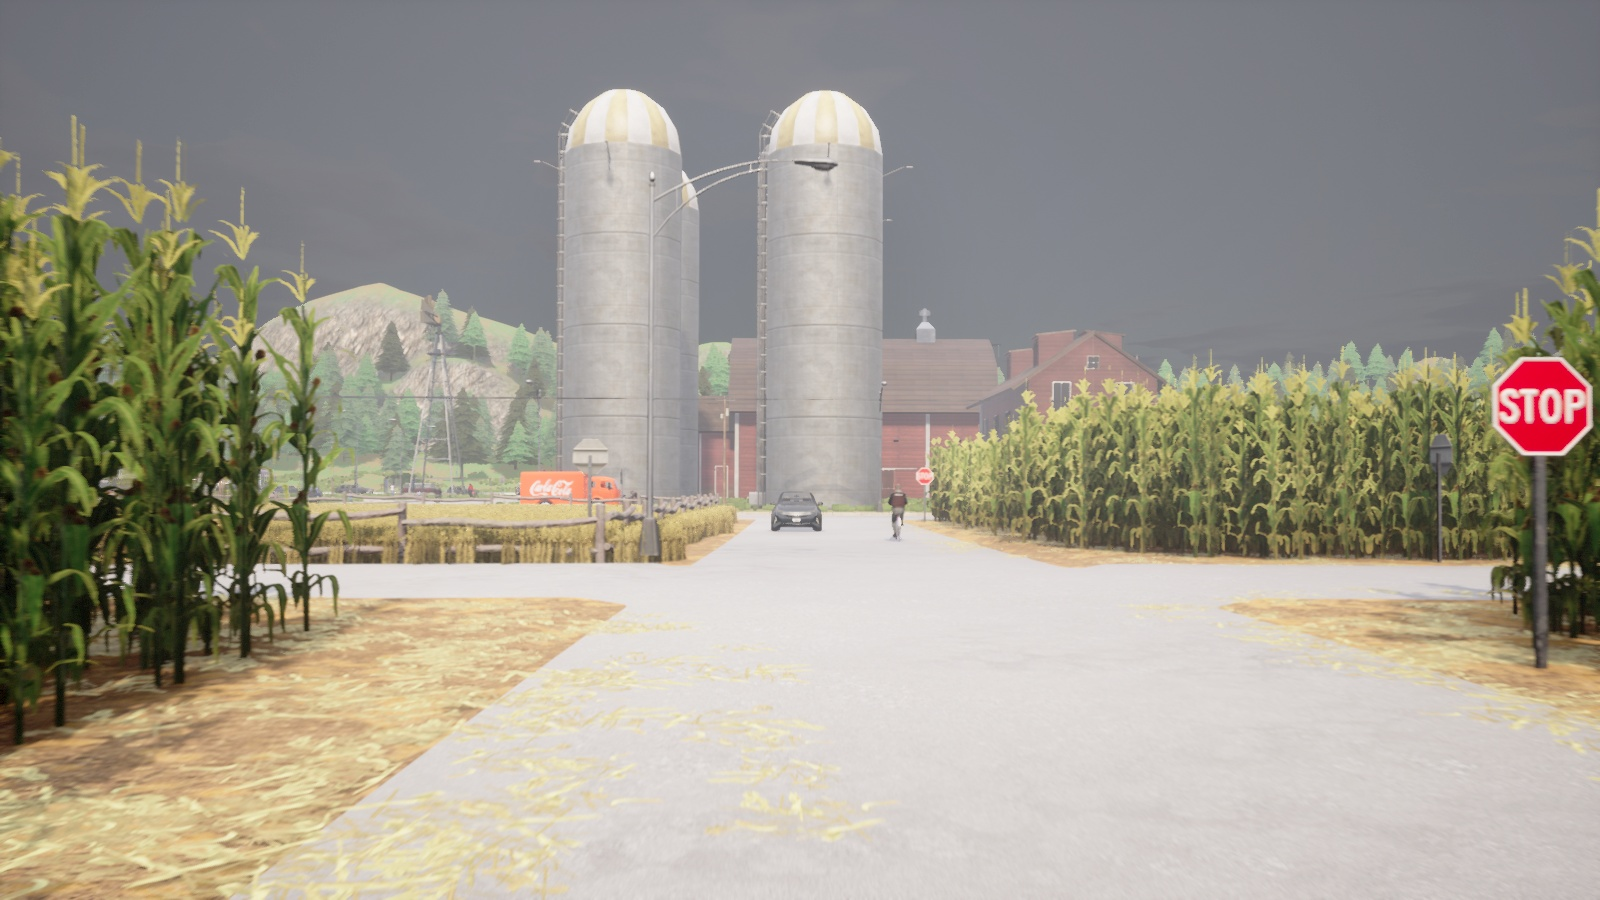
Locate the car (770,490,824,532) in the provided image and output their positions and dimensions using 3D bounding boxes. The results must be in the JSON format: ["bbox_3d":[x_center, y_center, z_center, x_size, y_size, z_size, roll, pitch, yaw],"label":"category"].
[{"bbox_3d":[-0.115,2.300,48.375,2.007,1.525,4.514,0,-2,0],"label":"car"}]

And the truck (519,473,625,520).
[{"bbox_3d":[-12.205,2.477,67.481,5.204,2.467,2.627,0,-2,0],"label":"truck"}]
